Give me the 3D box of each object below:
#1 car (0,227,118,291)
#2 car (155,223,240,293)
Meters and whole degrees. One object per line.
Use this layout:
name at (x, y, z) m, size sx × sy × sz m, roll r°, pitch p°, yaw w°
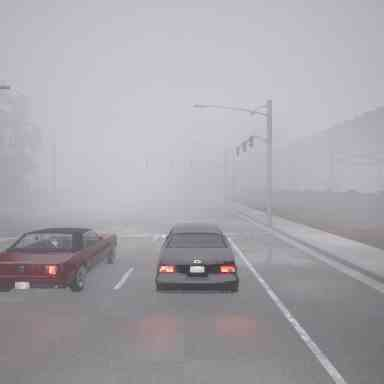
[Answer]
car at (-3.386, 1.597, 8.927) m, size 1.895 × 1.301 × 4.718 m, roll 0°, pitch 0°, yaw 1°
car at (0.104, 1.547, 8.977) m, size 2.033 × 1.411 × 5.357 m, roll 0°, pitch 0°, yaw 0°
